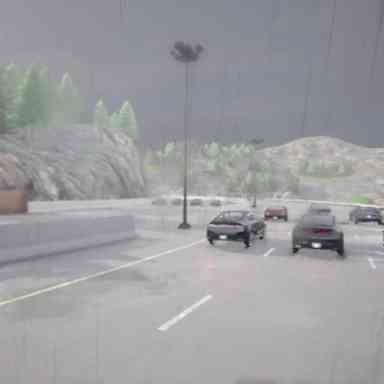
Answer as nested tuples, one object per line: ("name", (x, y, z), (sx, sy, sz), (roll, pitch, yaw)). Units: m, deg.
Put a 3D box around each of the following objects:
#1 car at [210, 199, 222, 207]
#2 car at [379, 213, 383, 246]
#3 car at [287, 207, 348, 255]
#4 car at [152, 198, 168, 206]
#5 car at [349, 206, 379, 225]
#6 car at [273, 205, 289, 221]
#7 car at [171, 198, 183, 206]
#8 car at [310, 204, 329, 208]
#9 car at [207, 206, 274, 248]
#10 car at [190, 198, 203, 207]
("car", (4.331, 1.953, 59.892), (2.033, 1.411, 5.357), (1, 0, 10))
("car", (8.761, 1.692, 13.046), (1.812, 1.442, 4.674), (0, 0, 23))
("car", (5.406, 1.646, 14.104), (1.837, 1.490, 4.892), (0, 0, 23))
("car", (-5.949, 1.861, 62.027), (2.033, 1.411, 5.357), (1, 0, 10))
("car", (14.320, 1.876, 27.601), (1.994, 1.385, 4.181), (0, 0, 18))
("car", (7.642, 1.857, 29.694), (1.895, 1.301, 4.718), (0, 0, 19))
("car", (-2.515, 1.851, 61.472), (1.837, 1.490, 4.892), (1, 0, 10))
("car", (11.257, 1.769, 29.487), (1.882, 1.535, 5.008), (0, 0, 18))
("car", (2.209, 1.608, 15.525), (2.128, 1.511, 4.902), (0, 0, 23))
("car", (0.930, 1.882, 60.871), (1.837, 1.490, 4.892), (1, 0, 10))
